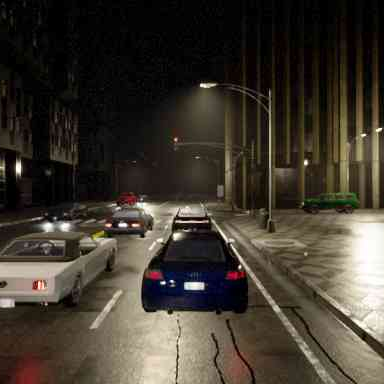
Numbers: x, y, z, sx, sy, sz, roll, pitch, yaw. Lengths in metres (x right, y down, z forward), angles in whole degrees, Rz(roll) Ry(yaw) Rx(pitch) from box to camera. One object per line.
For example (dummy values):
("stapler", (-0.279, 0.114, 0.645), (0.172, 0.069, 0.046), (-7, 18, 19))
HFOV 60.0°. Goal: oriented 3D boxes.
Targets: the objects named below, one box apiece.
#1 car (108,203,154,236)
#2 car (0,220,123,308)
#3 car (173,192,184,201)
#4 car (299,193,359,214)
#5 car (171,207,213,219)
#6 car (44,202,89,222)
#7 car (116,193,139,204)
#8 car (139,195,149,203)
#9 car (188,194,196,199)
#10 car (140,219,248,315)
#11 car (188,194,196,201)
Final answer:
("car", (-3.153, 1.531, 17.460), (2.033, 1.411, 5.357), (0, 0, 0))
("car", (-3.148, 1.597, 7.868), (1.895, 1.301, 4.718), (0, 0, 0))
("car", (-3.253, 1.296, 74.999), (1.837, 1.490, 4.892), (0, 0, 0))
("car", (13.566, 1.110, 32.990), (5.566, 2.045, 2.150), (0, 0, 2))
("car", (-0.001, 1.477, 16.521), (2.128, 1.511, 4.902), (0, 0, 0))
("car", (-9.850, 1.514, 26.586), (2.033, 1.411, 5.357), (0, 0, 0))
("car", (-9.847, 1.124, 50.101), (2.150, 2.045, 5.566), (0, 0, 0))
("car", (-9.771, 1.328, 66.712), (2.128, 1.511, 4.902), (0, 0, 0))
("car", (-0.003, 1.193, 85.450), (1.895, 1.301, 4.718), (0, 0, 0))
("car", (0.086, 1.560, 7.647), (1.994, 1.385, 4.181), (0, 0, 1))
("car", (-0.003, 1.336, 74.998), (2.033, 1.411, 5.357), (0, 0, 0))
